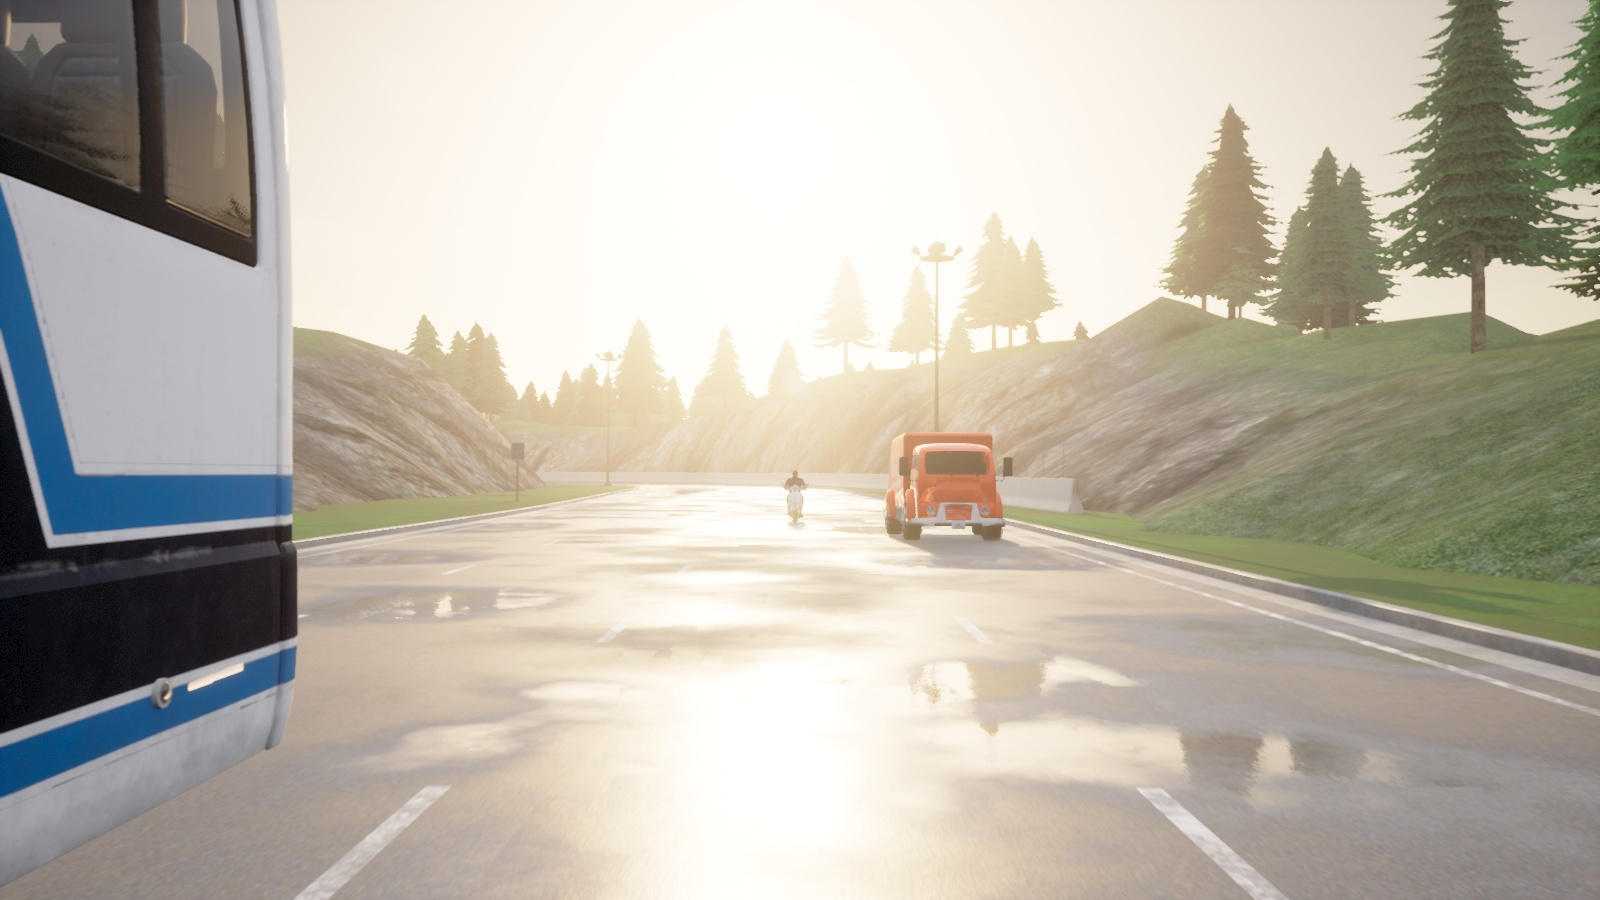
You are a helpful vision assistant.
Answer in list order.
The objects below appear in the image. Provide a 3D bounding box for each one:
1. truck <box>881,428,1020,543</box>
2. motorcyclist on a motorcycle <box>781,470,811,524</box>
[{"bbox_3d":[3.411,0.807,29.674,2.627,2.467,5.204,0,-1,0],"label":"truck"},{"bbox_3d":[-0.132,1.396,37.703,0.866,1.590,1.817,0,-1,0],"label":"motorcyclist on a motorcycle"}]
